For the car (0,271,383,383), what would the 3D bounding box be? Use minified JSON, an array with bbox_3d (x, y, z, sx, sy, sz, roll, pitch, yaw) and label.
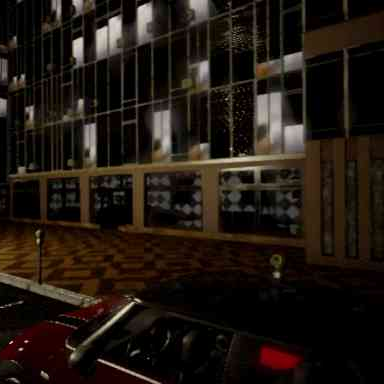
[{"bbox_3d":[0.046,1.450,2.843,4.097,1.590,1.967,0,0,35],"label":"car"}]
